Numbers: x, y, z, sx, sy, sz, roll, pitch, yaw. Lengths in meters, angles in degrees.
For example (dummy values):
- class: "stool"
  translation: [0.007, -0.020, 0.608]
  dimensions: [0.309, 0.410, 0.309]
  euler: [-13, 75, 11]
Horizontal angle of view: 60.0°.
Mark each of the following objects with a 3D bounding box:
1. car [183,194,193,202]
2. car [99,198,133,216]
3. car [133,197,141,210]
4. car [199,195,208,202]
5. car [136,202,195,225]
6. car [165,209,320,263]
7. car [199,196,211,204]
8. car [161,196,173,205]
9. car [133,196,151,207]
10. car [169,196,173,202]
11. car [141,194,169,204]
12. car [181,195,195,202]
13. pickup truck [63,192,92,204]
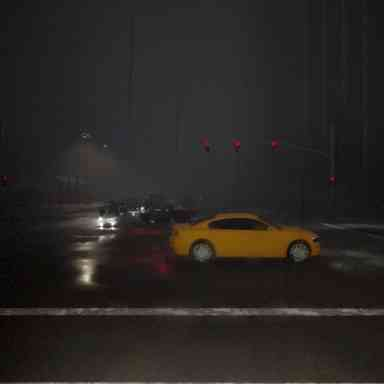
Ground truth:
- class: "car"
  translation: [-0.953, 1.355, 75.238]
  dimensions: [2.097, 1.767, 4.553]
  euler: [0, 0, -1]
- class: "car"
  translation: [-7.704, 1.491, 32.845]
  dimensions: [2.128, 1.511, 4.902]
  euler: [0, 0, 2]
- class: "car"
  translation: [-7.725, 1.478, 42.148]
  dimensions: [1.882, 1.535, 5.008]
  euler: [0, 0, -1]
- class: "car"
  translation: [2.545, 1.524, 75.160]
  dimensions: [1.812, 1.442, 4.674]
  euler: [0, 0, -1]
- class: "car"
  translation: [-1.559, 1.601, 23.349]
  dimensions: [1.895, 1.301, 4.718]
  euler: [0, 0, 27]
- class: "car"
  translation: [1.746, 1.477, 11.345]
  dimensions: [5.008, 1.535, 1.882]
  euler: [0, 0, 0]
- class: "car"
  translation: [2.748, 1.491, 64.776]
  dimensions: [2.128, 1.511, 4.902]
  euler: [0, 0, -1]
- class: "car"
  translation: [-4.367, 1.478, 58.865]
  dimensions: [1.882, 1.535, 5.008]
  euler: [0, 0, 0]
- class: "car"
  translation: [-7.823, 1.491, 52.532]
  dimensions: [2.128, 1.511, 4.902]
  euler: [0, 0, -1]
- class: "car"
  translation: [-4.281, 1.601, 48.426]
  dimensions: [1.895, 1.301, 4.718]
  euler: [0, 0, -1]
- class: "car"
  translation: [-4.186, 1.221, 38.479]
  dimensions: [2.150, 2.045, 5.566]
  euler: [0, 0, -1]
- class: "car"
  translation: [-0.619, 1.352, 51.257]
  dimensions: [2.097, 1.767, 4.553]
  euler: [0, 0, -1]
- class: "pickup truck"
  translation: [-20.926, 1.059, 59.994]
  dimensions: [2.390, 2.098, 6.274]
  euler: [0, 0, 30]
